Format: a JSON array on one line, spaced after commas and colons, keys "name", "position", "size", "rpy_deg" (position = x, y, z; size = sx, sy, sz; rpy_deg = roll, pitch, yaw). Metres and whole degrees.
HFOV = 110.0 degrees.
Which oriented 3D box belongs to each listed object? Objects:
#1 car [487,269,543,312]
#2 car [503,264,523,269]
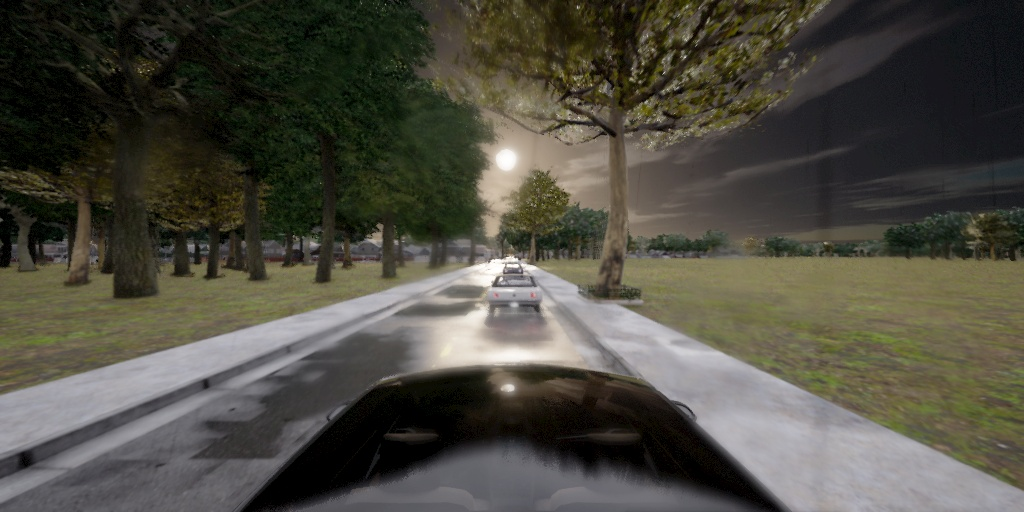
[{"name": "car", "position": [0.097, 1.358, 14.199], "size": [1.895, 1.301, 4.718], "rpy_deg": [0, 0, 0]}, {"name": "car", "position": [0.090, 1.368, 33.876], "size": [1.895, 1.301, 4.718], "rpy_deg": [0, 0, 0]}]
